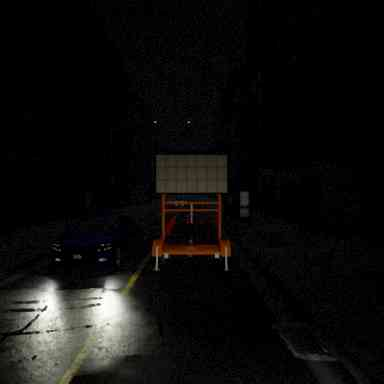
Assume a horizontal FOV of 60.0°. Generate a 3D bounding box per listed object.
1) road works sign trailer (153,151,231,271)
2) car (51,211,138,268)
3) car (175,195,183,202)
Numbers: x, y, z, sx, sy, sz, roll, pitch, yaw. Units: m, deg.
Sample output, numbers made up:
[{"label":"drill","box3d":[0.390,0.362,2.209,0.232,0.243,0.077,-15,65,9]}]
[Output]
[{"label":"road works sign trailer","box3d":[-0.011,0.467,10.918,2.380,3.560,2.880,0,0,0]},{"label":"car","box3d":[-3.111,1.481,11.517,1.882,1.535,5.008,0,0,0]},{"label":"car","box3d":[-3.082,1.556,80.869,1.812,1.442,4.674,0,0,0]}]
